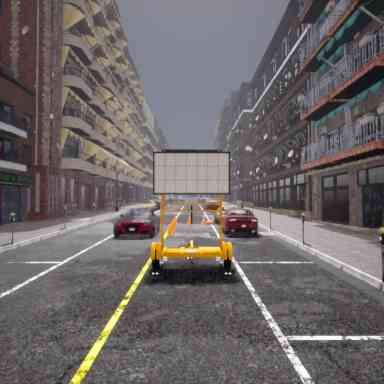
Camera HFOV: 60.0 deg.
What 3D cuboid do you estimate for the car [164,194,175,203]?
[{"bbox_3d":[-5.295,1.525,79.716,2.192,1.841,5.009,1,0,0],"label":"car"}]

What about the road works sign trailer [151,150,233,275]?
[{"bbox_3d":[-0.010,0.473,10.490,2.380,3.560,2.880,0,0,0],"label":"road works sign trailer"}]

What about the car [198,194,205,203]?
[{"bbox_3d":[2.581,1.684,63.064,1.887,1.381,4.507,1,0,0],"label":"car"}]

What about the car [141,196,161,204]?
[{"bbox_3d":[-5.297,1.594,40.833,1.752,1.417,4.829,2,0,0],"label":"car"}]

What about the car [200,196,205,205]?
[{"bbox_3d":[2.582,1.635,46.472,2.008,1.369,4.403,1,0,0],"label":"car"}]

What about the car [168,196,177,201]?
[{"bbox_3d":[-5.302,1.830,90.778,1.947,1.339,4.313,1,0,0],"label":"car"}]

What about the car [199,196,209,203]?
[{"bbox_3d":[2.590,1.626,74.126,1.967,1.590,4.097,1,0,0],"label":"car"}]

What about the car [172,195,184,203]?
[{"bbox_3d":[-2.754,1.677,74.258,2.128,1.511,4.902,0,0,0],"label":"car"}]

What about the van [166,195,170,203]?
[{"bbox_3d":[-5.293,1.459,57.594,1.690,1.788,3.998,2,0,0],"label":"van"}]

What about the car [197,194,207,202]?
[{"bbox_3d":[2.551,1.551,85.188,2.192,1.841,5.009,1,0,0],"label":"car"}]

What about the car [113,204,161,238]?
[{"bbox_3d":[-2.852,1.582,17.783,1.994,1.385,4.181,0,0,0],"label":"car"}]

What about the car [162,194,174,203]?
[{"bbox_3d":[-5.295,1.501,74.187,2.192,1.841,5.009,1,0,0],"label":"car"}]

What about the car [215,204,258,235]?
[{"bbox_3d":[2.584,1.565,18.818,1.887,1.381,4.507,1,0,0],"label":"car"}]

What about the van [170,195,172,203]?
[{"bbox_3d":[-5.295,1.481,63.126,1.690,1.788,3.998,1,0,0],"label":"van"}]

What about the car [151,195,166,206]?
[{"bbox_3d":[-5.292,1.399,46.535,2.192,1.841,5.009,2,0,0],"label":"car"}]

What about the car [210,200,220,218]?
[{"bbox_3d":[2.584,1.555,24.520,1.752,1.417,4.829,1,0,0],"label":"car"}]

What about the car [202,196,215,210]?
[{"bbox_3d":[2.582,1.614,40.940,1.887,1.381,4.507,1,0,0],"label":"car"}]
